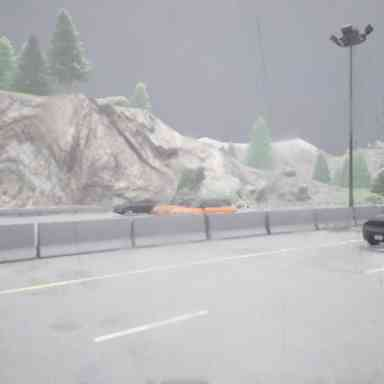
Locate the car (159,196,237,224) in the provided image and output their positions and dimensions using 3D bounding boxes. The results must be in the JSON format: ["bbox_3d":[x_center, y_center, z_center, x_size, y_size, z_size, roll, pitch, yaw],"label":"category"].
[{"bbox_3d":[0.608,1.216,20.744,4.553,1.767,2.097,-1,1,-30],"label":"car"}]

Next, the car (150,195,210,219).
[{"bbox_3d":[-0.988,1.178,27.910,4.553,1.767,2.097,-1,1,-30],"label":"car"}]

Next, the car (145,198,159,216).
[{"bbox_3d":[-0.667,1.200,24.053,4.553,1.767,2.097,-1,1,-30],"label":"car"}]

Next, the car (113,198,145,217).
[{"bbox_3d":[-4.596,1.338,29.863,4.892,1.490,1.837,0,0,-30],"label":"car"}]

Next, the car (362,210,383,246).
[{"bbox_3d":[8.819,1.380,13.152,4.892,1.490,1.837,0,0,-29],"label":"car"}]
